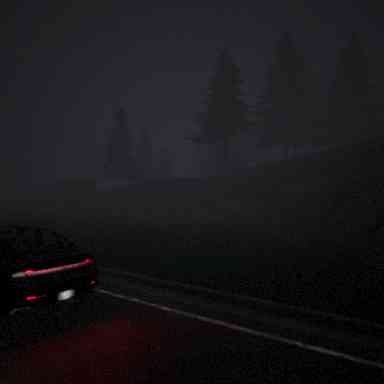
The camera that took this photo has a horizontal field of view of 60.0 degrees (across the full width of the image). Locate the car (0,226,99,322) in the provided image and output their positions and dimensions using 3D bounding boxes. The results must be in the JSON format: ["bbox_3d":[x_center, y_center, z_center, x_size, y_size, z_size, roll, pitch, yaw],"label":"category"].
[{"bbox_3d":[-3.964,1.462,6.954,4.902,1.511,2.128,0,0,38],"label":"car"}]
